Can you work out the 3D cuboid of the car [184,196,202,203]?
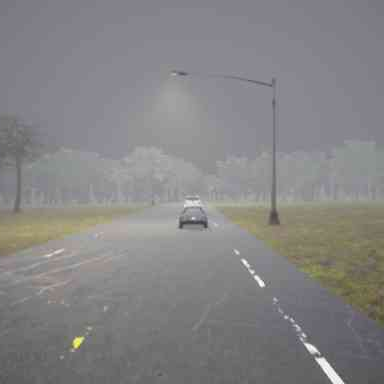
[{"bbox_3d":[0.126,1.503,42.949,2.150,2.045,5.566,0,0,0],"label":"car"}]

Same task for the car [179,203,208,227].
[{"bbox_3d":[0.099,1.726,24.111,1.994,1.385,4.181,0,0,0],"label":"car"}]
